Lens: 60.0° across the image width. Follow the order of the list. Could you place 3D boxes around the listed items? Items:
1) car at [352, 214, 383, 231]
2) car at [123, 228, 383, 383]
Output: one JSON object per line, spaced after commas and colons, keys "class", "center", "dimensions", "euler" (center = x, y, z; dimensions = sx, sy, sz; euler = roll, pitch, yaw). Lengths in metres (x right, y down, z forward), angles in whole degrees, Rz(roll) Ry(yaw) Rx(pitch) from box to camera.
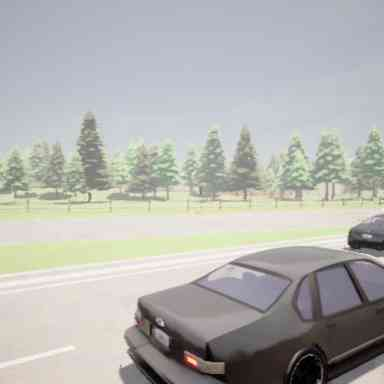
{"class": "car", "center": [7.958, 1.544, 12.892], "dimensions": [4.181, 1.385, 1.994], "euler": [0, 0, -31]}
{"class": "car", "center": [1.773, 1.539, 4.824], "dimensions": [5.357, 1.411, 2.033], "euler": [0, 0, -34]}
